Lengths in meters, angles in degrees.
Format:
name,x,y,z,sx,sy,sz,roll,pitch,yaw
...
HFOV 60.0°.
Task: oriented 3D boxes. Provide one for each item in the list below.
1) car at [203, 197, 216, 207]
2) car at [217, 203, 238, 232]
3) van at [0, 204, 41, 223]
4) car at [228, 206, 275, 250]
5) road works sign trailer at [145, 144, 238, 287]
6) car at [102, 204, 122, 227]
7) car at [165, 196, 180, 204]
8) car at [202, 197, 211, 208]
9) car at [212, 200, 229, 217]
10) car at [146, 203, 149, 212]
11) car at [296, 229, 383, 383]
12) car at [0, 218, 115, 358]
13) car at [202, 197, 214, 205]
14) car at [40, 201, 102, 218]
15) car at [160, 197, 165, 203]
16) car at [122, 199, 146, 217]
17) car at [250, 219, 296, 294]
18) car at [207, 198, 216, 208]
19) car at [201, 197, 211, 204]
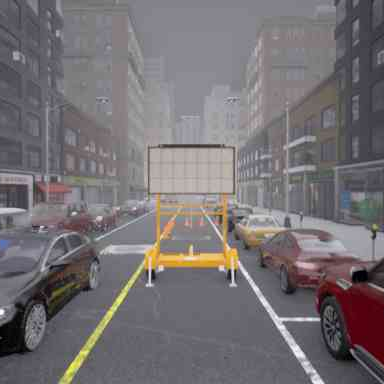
name,x,y,z,sx,sy,sz,roll,pitch,yaw
car,2.746,1.551,53.378,1.752,1.417,4.829,-1,0,0
car,2.815,1.580,19.693,1.947,1.339,4.313,-1,0,0
van,-5.697,1.348,8.503,1.690,1.788,3.998,-1,0,0
car,2.825,1.536,14.278,1.752,1.417,4.829,-1,0,0
road works sign trailer,-0.015,0.472,9.349,2.380,3.560,2.880,0,0,0
car,-5.722,1.454,19.674,1.967,1.590,4.097,-1,0,0
car,-3.176,1.532,57.682,1.837,1.490,4.892,0,0,0
car,2.758,1.576,47.623,2.008,1.369,4.403,-1,0,0
car,2.803,1.583,25.279,1.947,1.339,4.313,-1,0,0
car,-5.758,1.605,36.431,1.802,1.307,4.206,-1,0,0
car,2.846,1.318,2.936,2.192,1.841,5.009,-1,0,0
car,-3.112,1.497,6.180,2.128,1.511,4.902,0,0,0
car,2.736,1.591,58.795,1.947,1.339,4.313,-1,0,0
car,-5.711,1.326,14.089,2.192,1.841,5.009,-1,0,0
car,-5.821,1.570,64.360,1.887,1.381,4.507,-1,0,0
car,-5.747,1.461,30.845,1.967,1.590,4.097,-1,0,0
car,2.838,1.589,8.521,1.802,1.307,4.206,-1,0,0
car,2.792,1.571,30.865,2.008,1.369,4.403,-1,0,0
car,2.724,1.607,64.380,1.802,1.307,4.206,-1,0,0
